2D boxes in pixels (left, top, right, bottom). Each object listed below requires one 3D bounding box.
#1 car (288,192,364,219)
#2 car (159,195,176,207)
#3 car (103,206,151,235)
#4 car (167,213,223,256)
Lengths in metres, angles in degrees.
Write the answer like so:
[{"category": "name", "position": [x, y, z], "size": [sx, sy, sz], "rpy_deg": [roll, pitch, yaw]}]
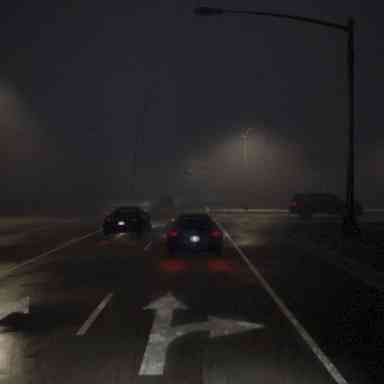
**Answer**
[{"category": "car", "position": [10.612, 1.063, 26.683], "size": [5.566, 2.045, 2.150], "rpy_deg": [0, 1, 8]}, {"category": "car", "position": [-3.404, 1.225, 45.834], "size": [1.837, 1.490, 4.892], "rpy_deg": [0, 0, 0]}, {"category": "car", "position": [-3.394, 1.461, 18.009], "size": [1.994, 1.385, 4.181], "rpy_deg": [0, 0, 0]}, {"category": "car", "position": [0.102, 1.493, 12.899], "size": [1.994, 1.385, 4.181], "rpy_deg": [0, 0, 0]}]
